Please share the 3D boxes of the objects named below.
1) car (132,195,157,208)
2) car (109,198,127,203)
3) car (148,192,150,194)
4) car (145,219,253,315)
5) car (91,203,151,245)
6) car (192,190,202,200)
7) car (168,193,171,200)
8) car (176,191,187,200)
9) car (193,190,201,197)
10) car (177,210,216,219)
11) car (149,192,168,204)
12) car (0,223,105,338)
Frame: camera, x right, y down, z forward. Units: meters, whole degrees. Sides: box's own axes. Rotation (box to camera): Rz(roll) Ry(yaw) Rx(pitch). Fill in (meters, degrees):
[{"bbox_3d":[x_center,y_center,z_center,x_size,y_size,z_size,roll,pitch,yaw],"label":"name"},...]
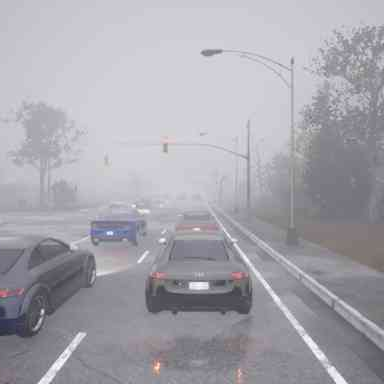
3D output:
[{"bbox_3d":[-6.493,1.487,45.386,2.128,1.511,4.902,0,0,1],"label":"car"},{"bbox_3d":[-10.009,1.521,44.978,1.812,1.442,4.674,0,0,1],"label":"car"},{"bbox_3d":[-9.384,0.877,76.174,1.837,1.490,4.892,0,3,1],"label":"car"},{"bbox_3d":[0.145,1.563,7.659,1.994,1.385,4.181,0,0,1],"label":"car"},{"bbox_3d":[-3.279,1.476,15.620,1.882,1.535,5.008,0,0,-1],"label":"car"},{"bbox_3d":[1.081,0.843,73.993,2.097,1.767,4.553,0,3,1],"label":"car"},{"bbox_3d":[-5.884,0.913,76.181,2.033,1.411,5.357,0,3,1],"label":"car"},{"bbox_3d":[-2.418,1.039,74.092,1.994,1.385,4.181,0,3,1],"label":"car"},{"bbox_3d":[1.249,0.309,84.031,1.837,1.490,4.892,0,3,1],"label":"car"},{"bbox_3d":[0.232,1.562,16.058,1.994,1.385,4.181,0,0,1],"label":"car"},{"bbox_3d":[-6.200,1.323,61.120,2.097,1.767,4.553,0,1,1],"label":"car"},{"bbox_3d":[-3.357,1.563,6.633,1.994,1.385,4.181,0,0,0],"label":"car"}]
